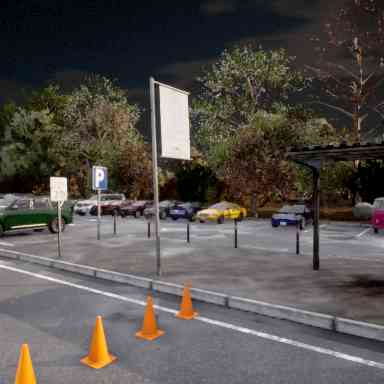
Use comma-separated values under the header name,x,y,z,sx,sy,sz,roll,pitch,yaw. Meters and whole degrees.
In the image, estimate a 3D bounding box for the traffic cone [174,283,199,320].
name,x,y,z,sx,sy,sz,roll,pitch,yaw
traffic cone,-0.096,1.957,6.073,0.340,0.580,0.340,0,0,36

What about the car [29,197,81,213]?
name,x,y,z,sx,sy,sz,roll,pitch,yaw
car,-15.665,1.444,38.273,1.946,1.575,5.366,0,0,35

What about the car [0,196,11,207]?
name,x,y,z,sx,sy,sz,roll,pitch,yaw
car,-29.295,1.332,47.848,1.946,1.575,5.366,1,0,35

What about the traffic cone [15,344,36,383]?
name,x,y,z,sx,sy,sz,roll,pitch,yaw
traffic cone,-1.820,1.957,3.623,0.340,0.580,0.340,0,0,35

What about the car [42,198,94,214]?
name,x,y,z,sx,sy,sz,roll,pitch,yaw
car,-13.501,1.455,36.522,2.097,1.535,5.008,0,0,35

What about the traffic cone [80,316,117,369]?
name,x,y,z,sx,sy,sz,roll,pitch,yaw
traffic cone,-1.245,1.957,4.440,0.340,0.580,0.340,0,0,35

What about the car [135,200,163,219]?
name,x,y,z,sx,sy,sz,roll,pitch,yaw
car,-2.136,1.473,28.554,2.231,1.521,4.892,0,0,35

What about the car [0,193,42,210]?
name,x,y,z,sx,sy,sz,roll,pitch,yaw
car,-22.602,1.153,42.886,2.435,2.045,5.566,0,0,35

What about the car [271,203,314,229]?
name,x,y,z,sx,sy,sz,roll,pitch,yaw
car,6.929,1.513,22.144,2.163,1.488,4.792,0,0,35

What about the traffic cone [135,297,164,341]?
name,x,y,z,sx,sy,sz,roll,pitch,yaw
traffic cone,-0.670,1.957,5.257,0.340,0.580,0.340,0,0,35

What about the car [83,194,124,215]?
name,x,y,z,sx,sy,sz,roll,pitch,yaw
car,-8.971,1.212,33.311,2.435,2.045,5.566,0,0,35

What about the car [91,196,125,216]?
name,x,y,z,sx,sy,sz,roll,pitch,yaw
car,-6.680,1.466,31.744,2.097,1.535,5.008,0,0,35

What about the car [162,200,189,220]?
name,x,y,z,sx,sy,sz,roll,pitch,yaw
car,0.148,1.504,26.978,2.163,1.488,4.792,0,0,35

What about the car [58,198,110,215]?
name,x,y,z,sx,sy,sz,roll,pitch,yaw
car,-11.228,1.461,34.925,2.231,1.521,4.892,0,0,35

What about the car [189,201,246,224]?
name,x,y,z,sx,sy,sz,roll,pitch,yaw
car,2.295,1.475,25.207,1.946,1.575,5.366,0,0,35

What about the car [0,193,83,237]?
name,x,y,z,sx,sy,sz,roll,pitch,yaw
car,-8.962,1.221,17.322,2.435,2.045,5.566,0,0,35

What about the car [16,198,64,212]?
name,x,y,z,sx,sy,sz,roll,pitch,yaw
car,-18.056,1.469,39.691,2.163,1.488,4.792,0,0,35

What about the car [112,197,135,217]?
name,x,y,z,sx,sy,sz,roll,pitch,yaw
car,-4.408,1.469,30.148,2.097,1.535,5.008,0,0,35

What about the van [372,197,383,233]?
name,x,y,z,sx,sy,sz,roll,pitch,yaw
van,11.555,1.264,19.073,1.878,1.987,4.442,0,0,35

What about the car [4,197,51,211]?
name,x,y,z,sx,sy,sz,roll,pitch,yaw
car,-20.300,1.452,41.339,2.163,1.488,4.792,0,0,35
